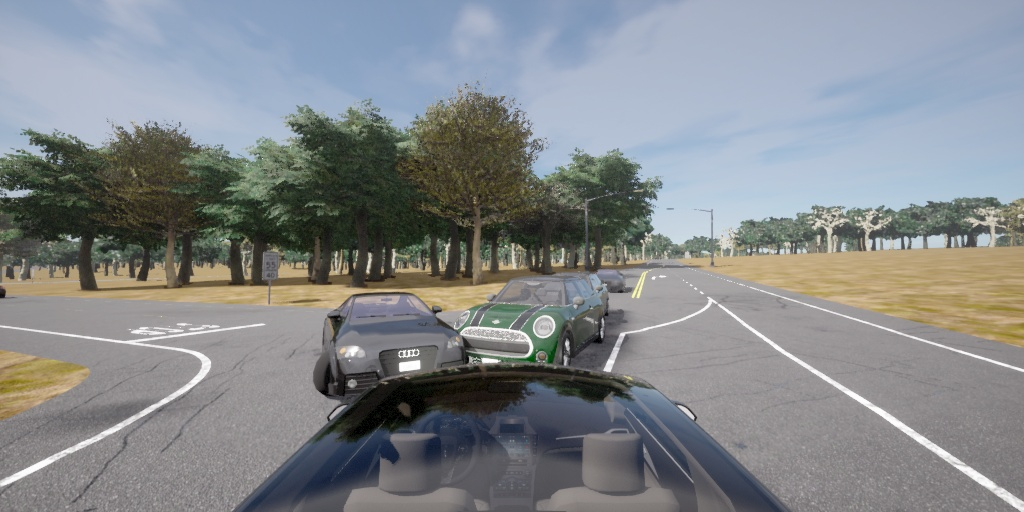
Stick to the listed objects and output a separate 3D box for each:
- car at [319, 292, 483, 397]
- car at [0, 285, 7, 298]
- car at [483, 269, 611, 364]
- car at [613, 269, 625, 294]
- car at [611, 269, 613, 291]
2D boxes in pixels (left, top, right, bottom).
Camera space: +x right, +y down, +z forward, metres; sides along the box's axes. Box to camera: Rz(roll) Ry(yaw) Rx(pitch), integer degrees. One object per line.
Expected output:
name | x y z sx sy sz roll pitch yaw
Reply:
car | -2.355 1.376 6.633 1.994 1.385 4.181 1 -2 -29
car | -40.862 2.563 27.396 4.181 1.385 1.994 -2 -3 22
car | 0.616 1.218 7.838 2.097 1.767 4.553 -1 -2 26
car | 5.914 1.496 22.241 1.994 1.385 4.181 -1 0 20
car | 2.022 1.344 12.151 2.097 1.767 4.553 -1 -1 21
